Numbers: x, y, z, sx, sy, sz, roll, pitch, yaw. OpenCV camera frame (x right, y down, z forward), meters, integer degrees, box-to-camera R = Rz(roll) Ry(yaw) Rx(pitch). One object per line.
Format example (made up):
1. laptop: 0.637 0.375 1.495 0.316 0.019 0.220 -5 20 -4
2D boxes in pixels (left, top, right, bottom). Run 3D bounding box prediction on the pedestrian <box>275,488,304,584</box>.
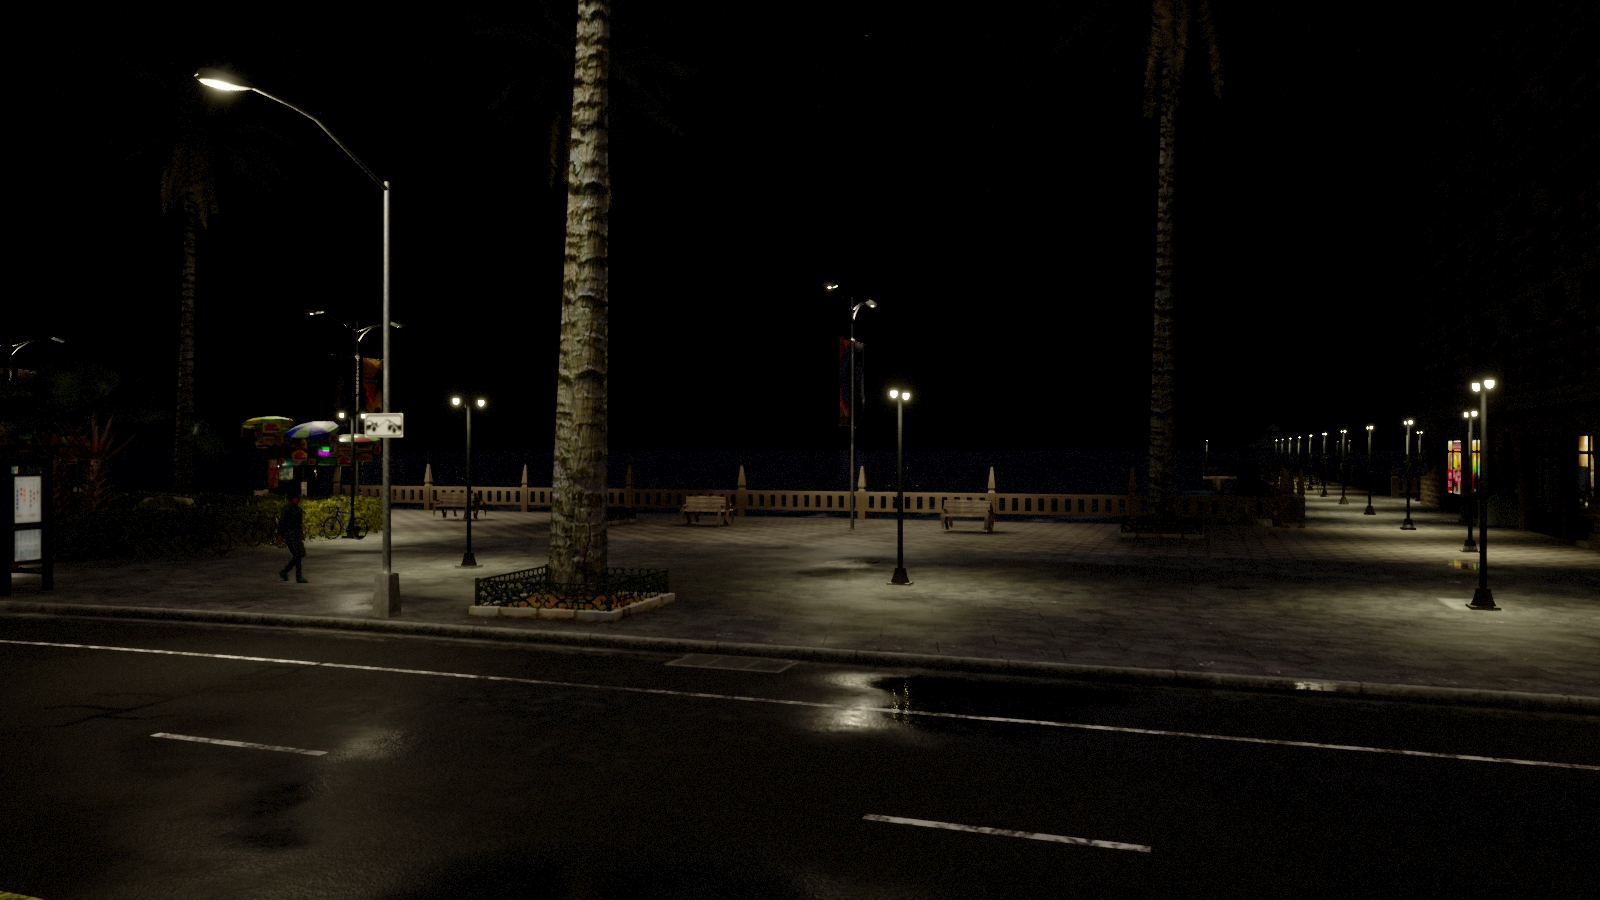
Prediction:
1. pedestrian: -10.119 1.698 22.634 0.375 1.860 0.375 0 0 13
